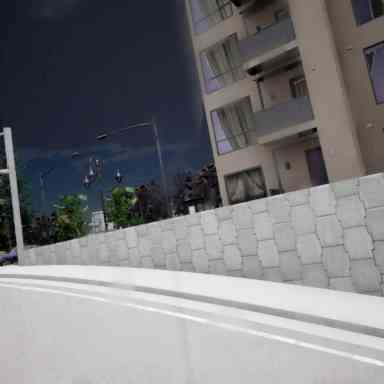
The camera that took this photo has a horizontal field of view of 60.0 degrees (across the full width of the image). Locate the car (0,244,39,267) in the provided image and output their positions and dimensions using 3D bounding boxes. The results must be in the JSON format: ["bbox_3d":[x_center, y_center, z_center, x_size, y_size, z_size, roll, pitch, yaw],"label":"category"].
[{"bbox_3d":[-15.558,5.660,29.616,2.097,1.767,4.553,-15,-9,35],"label":"car"}]
